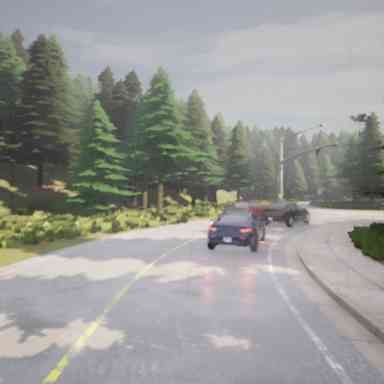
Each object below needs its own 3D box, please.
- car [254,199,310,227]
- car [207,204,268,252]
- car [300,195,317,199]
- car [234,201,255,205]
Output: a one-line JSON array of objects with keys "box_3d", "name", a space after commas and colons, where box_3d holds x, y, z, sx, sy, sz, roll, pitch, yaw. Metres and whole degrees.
[{"box_3d": [6.341, 1.430, 22.322, 1.837, 1.490, 4.892, 1, 0, 39], "name": "car"}, {"box_3d": [1.892, 1.458, 13.597, 1.812, 1.442, 4.674, 1, 0, 17], "name": "car"}, {"box_3d": [24.349, 1.347, 69.447, 4.892, 1.490, 1.837, 0, 0, -42], "name": "car"}, {"box_3d": [3.948, 1.407, 24.991, 1.812, 1.442, 4.674, 1, 0, 40], "name": "car"}]
